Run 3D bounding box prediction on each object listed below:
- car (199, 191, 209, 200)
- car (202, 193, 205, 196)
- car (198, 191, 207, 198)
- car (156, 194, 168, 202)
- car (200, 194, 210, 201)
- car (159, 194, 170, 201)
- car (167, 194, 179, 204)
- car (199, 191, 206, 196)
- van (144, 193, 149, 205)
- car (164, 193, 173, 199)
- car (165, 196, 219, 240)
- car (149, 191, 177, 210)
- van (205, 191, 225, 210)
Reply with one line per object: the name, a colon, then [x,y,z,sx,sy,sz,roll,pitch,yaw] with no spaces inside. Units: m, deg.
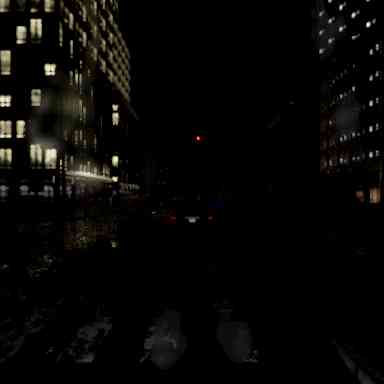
car: [2.690,0.776,75.672,2.192,1.841,5.009,0,0,0]
car: [2.599,1.243,42.441,1.887,1.381,4.507,0,0,0]
car: [2.729,0.695,86.750,2.192,1.841,5.009,0,0,0]
car: [-5.729,1.106,64.623,1.947,1.339,4.313,0,0,0]
car: [2.670,1.045,70.133,1.887,1.381,4.507,0,0,0]
car: [-5.710,1.051,70.161,2.008,1.369,4.403,0,0,0]
car: [-3.133,1.131,55.471,1.812,1.442,4.674,0,0,0]
car: [2.652,0.855,64.593,2.192,1.841,5.009,0,0,0]
van: [-5.785,1.000,48.004,1.690,1.788,3.998,0,0,0]
car: [-5.672,1.002,81.241,1.802,1.307,4.206,0,0,0]
car: [-0.016,1.236,16.304,2.097,1.767,4.553,0,0,-1]
car: [-3.225,0.950,38.100,2.150,2.045,5.566,0,0,0]
van: [2.671,1.079,36.901,1.690,1.788,3.998,0,0,0]
